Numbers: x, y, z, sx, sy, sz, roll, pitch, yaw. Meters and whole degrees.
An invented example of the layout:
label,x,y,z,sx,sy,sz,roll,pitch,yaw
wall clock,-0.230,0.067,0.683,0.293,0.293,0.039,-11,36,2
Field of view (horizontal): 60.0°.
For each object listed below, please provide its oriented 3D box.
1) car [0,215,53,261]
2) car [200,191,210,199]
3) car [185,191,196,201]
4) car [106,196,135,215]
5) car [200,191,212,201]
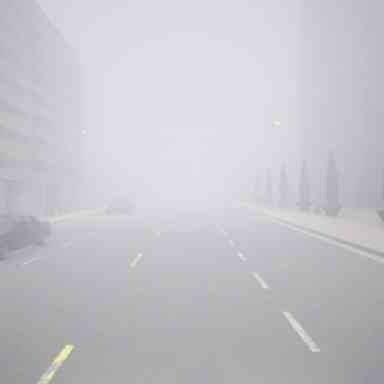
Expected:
label,x,y,z,sx,sy,sz,roll,pitch,yaw
car,-7.185,1.602,12.759,2.033,1.411,5.357,-1,0,0
car,3.200,0.738,82.404,2.150,2.045,5.566,-1,0,0
car,-0.268,0.892,71.978,2.150,2.045,5.566,-1,0,0
car,-7.177,1.309,33.487,2.097,1.767,4.553,-1,0,0
car,3.235,1.134,72.376,1.812,1.442,4.674,-1,0,0
